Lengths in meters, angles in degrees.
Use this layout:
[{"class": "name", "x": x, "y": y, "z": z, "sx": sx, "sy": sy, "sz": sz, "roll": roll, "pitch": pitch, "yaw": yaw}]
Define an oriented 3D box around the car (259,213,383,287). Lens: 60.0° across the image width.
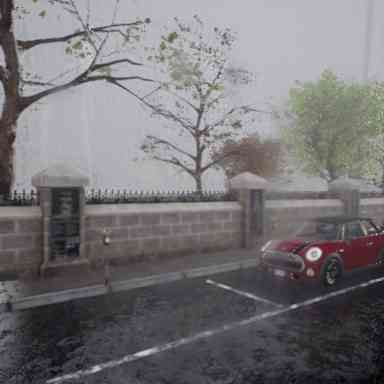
[{"class": "car", "x": 3.759, "y": 1.440, "z": 9.235, "sx": 4.097, "sy": 1.590, "sz": 1.967, "roll": 0, "pitch": 0, "yaw": -35}]
